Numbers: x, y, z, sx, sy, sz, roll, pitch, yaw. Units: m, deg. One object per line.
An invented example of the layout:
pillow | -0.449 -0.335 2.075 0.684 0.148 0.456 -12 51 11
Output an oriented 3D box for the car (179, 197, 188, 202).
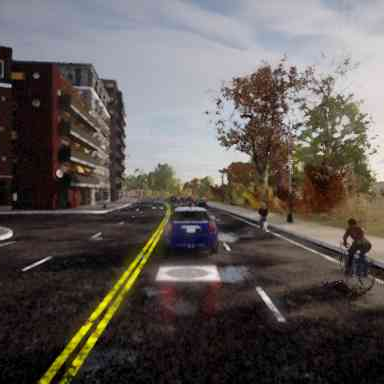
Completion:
car | -2.354 1.917 87.479 1.994 1.385 4.181 0 0 -7

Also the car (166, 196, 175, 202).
car | -5.596 1.822 87.228 1.994 1.385 4.181 0 0 -7

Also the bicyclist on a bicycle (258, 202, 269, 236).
bicyclist on a bicycle | 3.870 1.453 18.168 0.659 1.776 1.843 0 0 -1

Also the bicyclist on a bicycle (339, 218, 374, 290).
bicyclist on a bicycle | 4.068 1.491 8.281 0.582 1.620 1.656 0 -1 -1

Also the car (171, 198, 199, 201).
car | -0.766 1.644 33.503 2.128 1.511 4.902 0 0 -3

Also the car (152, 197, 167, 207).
car | -5.656 1.799 56.237 2.033 1.411 5.357 0 0 -4

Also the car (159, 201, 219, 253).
car | -0.083 1.418 14.072 2.097 1.767 4.553 0 0 -1

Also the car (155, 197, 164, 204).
car | -7.121 1.793 72.309 1.882 1.535 5.008 0 0 -6

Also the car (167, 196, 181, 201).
car | -4.389 1.682 77.186 2.097 1.767 4.553 0 0 -7

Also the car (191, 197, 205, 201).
car | 1.303 1.778 52.463 2.033 1.411 5.357 0 0 -4
